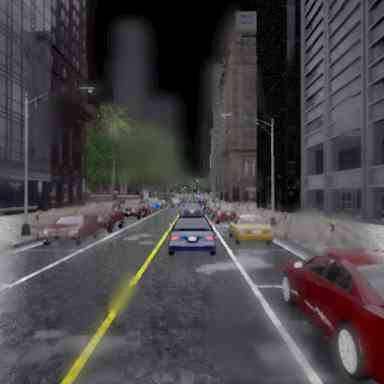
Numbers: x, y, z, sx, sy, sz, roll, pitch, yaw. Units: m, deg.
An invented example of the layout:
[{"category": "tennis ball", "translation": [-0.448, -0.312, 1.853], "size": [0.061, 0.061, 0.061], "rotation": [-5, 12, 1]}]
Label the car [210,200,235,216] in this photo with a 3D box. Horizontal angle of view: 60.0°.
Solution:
[{"category": "car", "translation": [2.772, 1.706, 27.114], "size": [1.967, 1.590, 4.097], "rotation": [0, -1, 0]}]

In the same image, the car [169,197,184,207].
[{"category": "car", "translation": [-2.994, 2.175, 64.524], "size": [1.812, 1.442, 4.674], "rotation": [0, -1, 1]}]

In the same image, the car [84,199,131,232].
[{"category": "car", "translation": [-5.756, 1.527, 21.705], "size": [2.192, 1.841, 5.009], "rotation": [0, -1, 0]}]

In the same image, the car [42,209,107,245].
[{"category": "car", "translation": [-5.758, 1.740, 16.277], "size": [1.802, 1.307, 4.206], "rotation": [0, -1, 0]}]

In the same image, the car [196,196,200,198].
[{"category": "car", "translation": [2.805, 2.476, 91.522], "size": [1.947, 1.339, 4.313], "rotation": [0, -1, 0]}]

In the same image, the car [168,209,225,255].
[{"category": "car", "translation": [0.008, 1.683, 13.992], "size": [2.033, 1.411, 5.357], "rotation": [0, -1, 0]}]

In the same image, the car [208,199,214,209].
[{"category": "car", "translation": [2.775, 1.761, 32.539], "size": [1.967, 1.590, 4.097], "rotation": [0, -1, 0]}]

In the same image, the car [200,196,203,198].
[{"category": "car", "translation": [2.785, 1.858, 54.240], "size": [2.192, 1.841, 5.009], "rotation": [0, -1, 0]}]

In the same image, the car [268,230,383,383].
[{"category": "car", "translation": [2.762, 1.597, 5.414], "size": [1.887, 1.381, 4.507], "rotation": [0, -1, 0]}]

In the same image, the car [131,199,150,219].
[{"category": "car", "translation": [-5.751, 1.636, 32.556], "size": [2.192, 1.841, 5.009], "rotation": [0, -1, 0]}]

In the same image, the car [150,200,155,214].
[{"category": "car", "translation": [-5.747, 1.922, 37.980], "size": [1.887, 1.381, 4.507], "rotation": [0, -1, 0]}]

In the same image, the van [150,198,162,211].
[{"category": "van", "translation": [-5.743, 1.830, 48.834], "size": [1.690, 1.788, 3.998], "rotation": [0, -1, 0]}]

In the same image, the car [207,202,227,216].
[{"category": "car", "translation": [2.777, 1.921, 37.963], "size": [1.887, 1.381, 4.507], "rotation": [0, -1, 0]}]

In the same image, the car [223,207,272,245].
[{"category": "car", "translation": [2.768, 1.685, 16.434], "size": [1.752, 1.417, 4.829], "rotation": [0, -1, 0]}]

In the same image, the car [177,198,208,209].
[{"category": "car", "translation": [0.016, 1.636, 29.076], "size": [2.097, 1.767, 4.553], "rotation": [0, -1, 0]}]

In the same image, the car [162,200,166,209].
[{"category": "car", "translation": [-5.740, 1.984, 54.258], "size": [1.967, 1.590, 4.097], "rotation": [0, -1, 0]}]

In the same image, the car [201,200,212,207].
[{"category": "car", "translation": [2.792, 2.218, 65.087], "size": [1.947, 1.339, 4.313], "rotation": [0, -1, 0]}]
